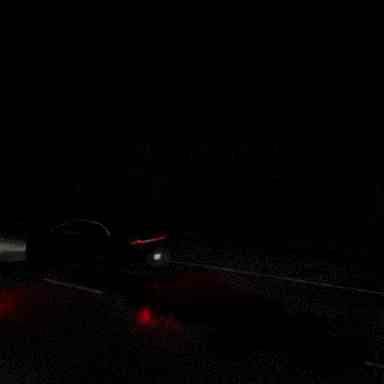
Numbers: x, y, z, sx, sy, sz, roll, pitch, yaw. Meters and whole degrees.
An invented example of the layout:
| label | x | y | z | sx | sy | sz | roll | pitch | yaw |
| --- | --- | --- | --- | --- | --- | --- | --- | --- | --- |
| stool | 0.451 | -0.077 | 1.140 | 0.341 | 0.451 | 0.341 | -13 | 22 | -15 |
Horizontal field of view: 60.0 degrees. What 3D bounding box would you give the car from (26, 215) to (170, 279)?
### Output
| label | x | y | z | sx | sy | sz | roll | pitch | yaw |
| --- | --- | --- | --- | --- | --- | --- | --- | --- | --- |
| car | -2.944 | 1.457 | 9.952 | 4.902 | 1.511 | 2.128 | 0 | 0 | 32 |
